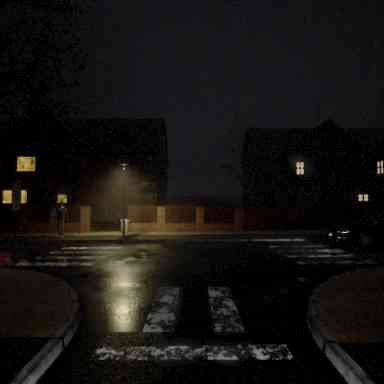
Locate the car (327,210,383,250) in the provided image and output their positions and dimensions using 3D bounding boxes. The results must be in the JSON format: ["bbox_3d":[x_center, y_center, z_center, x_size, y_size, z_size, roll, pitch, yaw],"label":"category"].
[{"bbox_3d":[8.211,1.516,13.850,4.892,1.490,1.837,-1,-1,1],"label":"car"}]

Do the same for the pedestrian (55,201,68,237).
[{"bbox_3d":[-6.706,1.365,16.968,0.375,1.860,0.375,0,-1,1],"label":"pedestrian"}]
